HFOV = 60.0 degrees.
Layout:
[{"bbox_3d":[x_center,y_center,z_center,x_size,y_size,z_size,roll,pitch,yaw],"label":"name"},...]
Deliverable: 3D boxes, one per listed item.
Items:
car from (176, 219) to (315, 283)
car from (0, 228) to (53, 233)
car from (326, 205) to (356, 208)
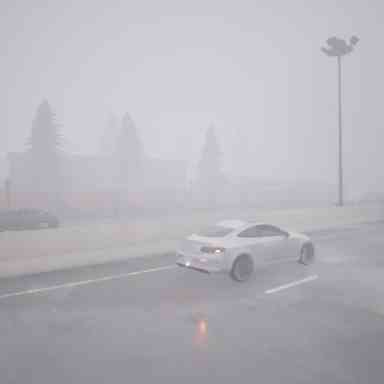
[{"bbox_3d":[1.681,1.509,9.669,4.674,1.442,1.812,0,0,-39],"label":"car"},{"bbox_3d":[-10.041,1.613,18.565,4.892,1.490,1.837,0,1,-36],"label":"car"},{"bbox_3d":[12.548,1.464,28.376,4.718,1.301,1.895,-1,0,-41],"label":"car"}]
